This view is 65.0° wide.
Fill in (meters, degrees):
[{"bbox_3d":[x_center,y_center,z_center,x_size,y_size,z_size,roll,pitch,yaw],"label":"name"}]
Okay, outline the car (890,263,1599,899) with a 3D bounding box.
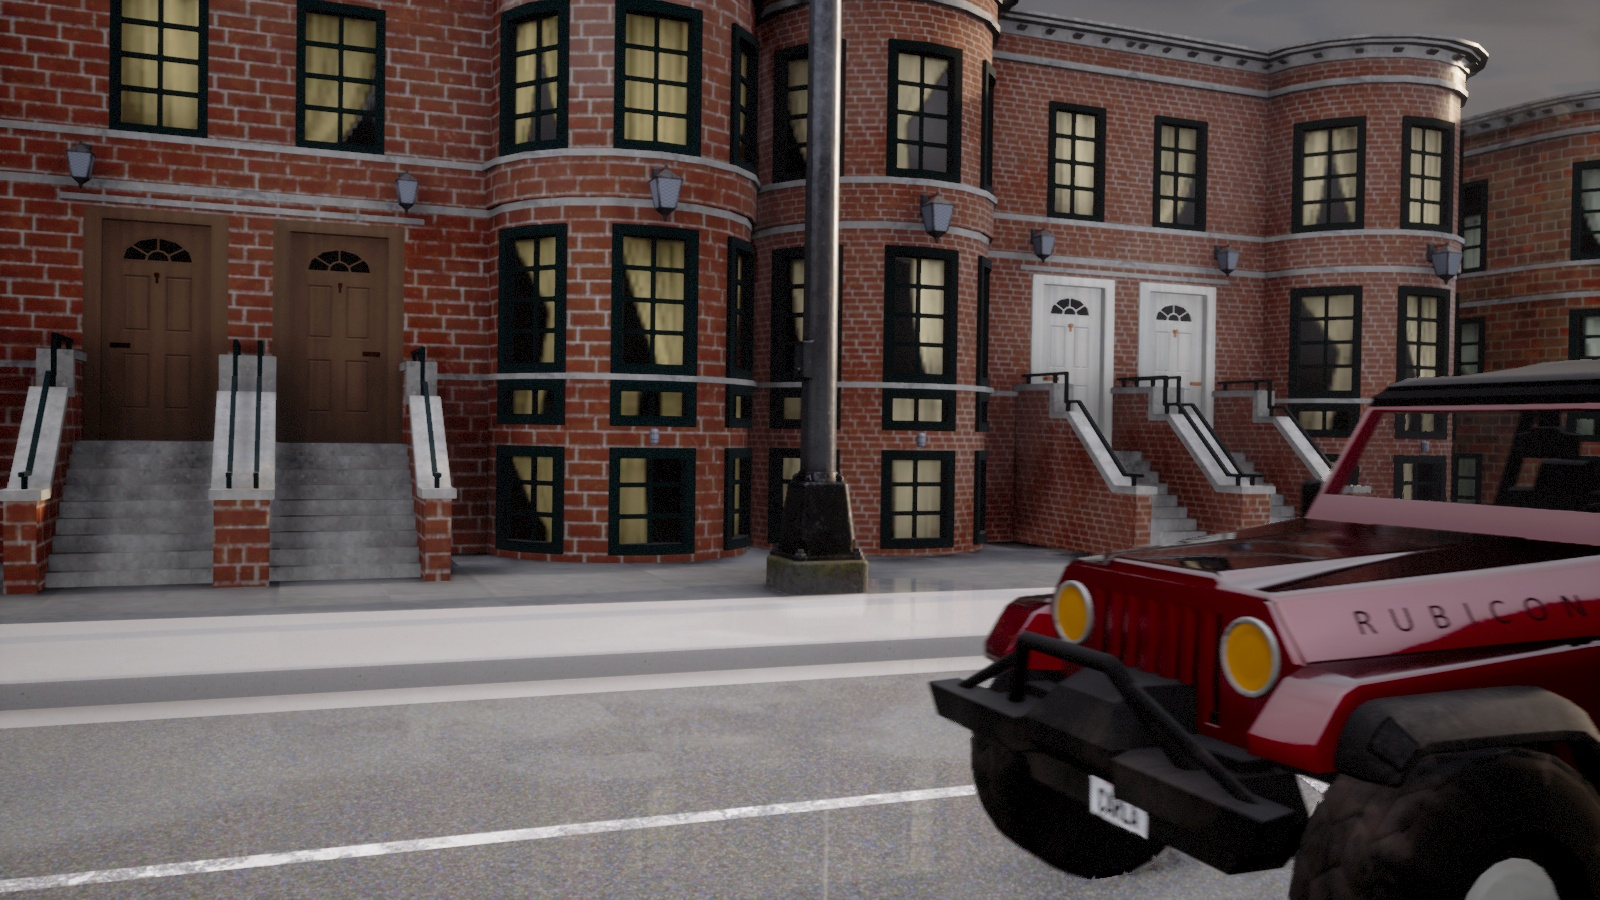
[{"bbox_3d":[2.466,0.519,4.196,3.866,1.878,1.905,-1,1,-21],"label":"car"}]
